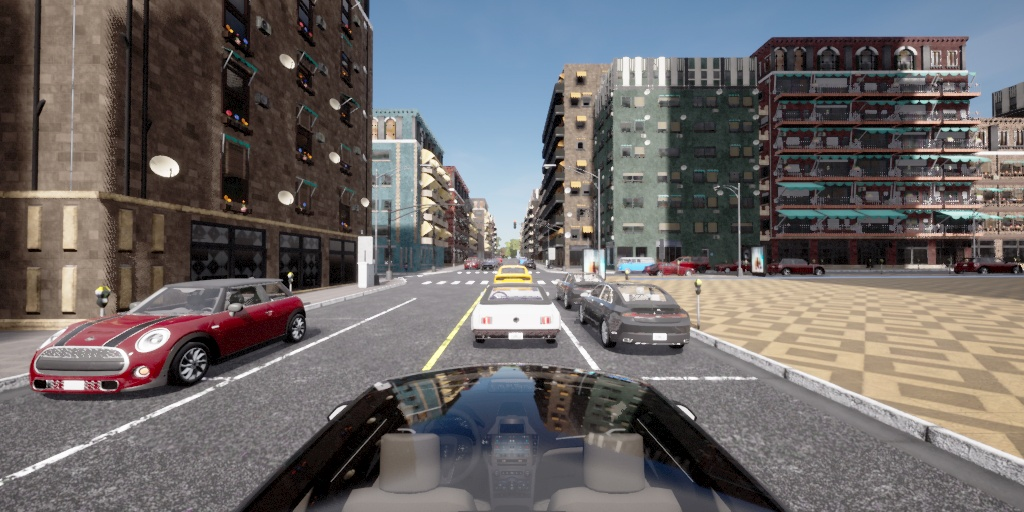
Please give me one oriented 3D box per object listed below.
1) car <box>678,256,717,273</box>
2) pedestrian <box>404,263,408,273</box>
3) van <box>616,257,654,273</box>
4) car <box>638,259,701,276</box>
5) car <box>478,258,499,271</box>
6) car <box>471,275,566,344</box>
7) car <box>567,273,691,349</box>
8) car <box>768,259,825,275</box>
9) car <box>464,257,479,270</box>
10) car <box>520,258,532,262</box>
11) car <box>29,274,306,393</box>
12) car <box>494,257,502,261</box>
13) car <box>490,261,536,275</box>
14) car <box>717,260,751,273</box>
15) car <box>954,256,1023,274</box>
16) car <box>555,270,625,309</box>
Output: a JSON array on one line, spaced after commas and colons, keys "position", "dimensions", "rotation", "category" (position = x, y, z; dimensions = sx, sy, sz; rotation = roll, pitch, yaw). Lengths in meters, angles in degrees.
[{"position": [19.215, 0.977, 39.583], "dimensions": [5.009, 1.841, 2.192], "rotation": [0, 0, 0], "category": "car"}, {"position": [-12.618, 1.097, 42.705], "dimensions": [0.375, 1.860, 0.375], "rotation": [0, 0, 0], "category": "pedestrian"}, {"position": [13.688, 1.046, 39.611], "dimensions": [3.998, 1.789, 1.690], "rotation": [0, 0, 0], "category": "van"}, {"position": [13.644, 1.163, 31.231], "dimensions": [4.207, 1.307, 1.802], "rotation": [0, 0, 0], "category": "car"}, {"position": [-3.222, 1.368, 50.464], "dimensions": [1.895, 1.301, 4.718], "rotation": [0, 0, 1], "category": "car"}, {"position": [0.082, 1.353, 9.593], "dimensions": [1.895, 1.301, 4.718], "rotation": [0, 0, 0], "category": "car"}, {"position": [2.805, 1.303, 9.011], "dimensions": [2.007, 1.370, 4.403], "rotation": [0, 0, 0], "category": "car"}, {"position": [24.699, 0.936, 31.176], "dimensions": [4.097, 1.591, 1.967], "rotation": [0, 0, 0], "category": "car"}, {"position": [-5.801, 1.083, 52.794], "dimensions": [2.192, 1.841, 5.009], "rotation": [0, 0, 0], "category": "car"}, {"position": [2.580, 1.334, 52.773], "dimensions": [1.948, 1.339, 4.313], "rotation": [0, 0, 0], "category": "car"}, {"position": [-5.830, 1.191, 6.756], "dimensions": [1.967, 1.591, 4.097], "rotation": [0, 0, 0], "category": "car"}, {"position": [-3.211, 1.319, 60.157], "dimensions": [2.033, 1.411, 5.357], "rotation": [0, 0, 0], "category": "car"}, {"position": [0.055, 1.233, 19.047], "dimensions": [1.882, 1.535, 5.008], "rotation": [0, 0, 0], "category": "car"}, {"position": [24.743, 1.165, 39.556], "dimensions": [4.507, 1.381, 1.888], "rotation": [0, 0, 0], "category": "car"}, {"position": [41.281, 0.811, 31.093], "dimensions": [4.097, 1.591, 1.967], "rotation": [0, 0, 0], "category": "car"}, {"position": [2.793, 1.304, 14.580], "dimensions": [2.007, 1.370, 4.403], "rotation": [0, 0, 0], "category": "car"}]
